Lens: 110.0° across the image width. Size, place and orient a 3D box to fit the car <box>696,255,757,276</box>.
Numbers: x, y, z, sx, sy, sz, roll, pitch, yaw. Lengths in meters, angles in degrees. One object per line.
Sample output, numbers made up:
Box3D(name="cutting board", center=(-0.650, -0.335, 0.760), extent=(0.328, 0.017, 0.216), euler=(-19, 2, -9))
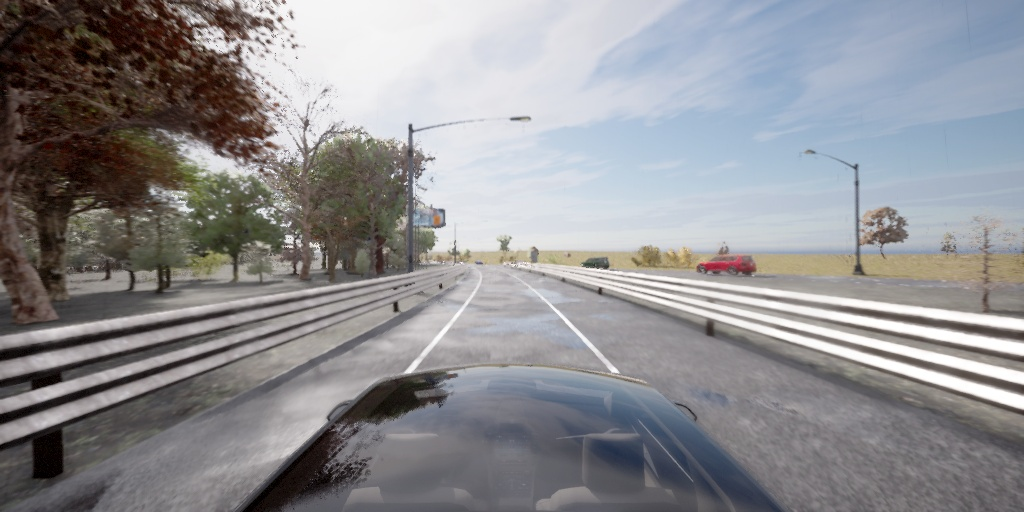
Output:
Box3D(name="car", center=(21.138, 0.918, 35.574), extent=(2.150, 2.045, 5.566), euler=(0, 0, -22))

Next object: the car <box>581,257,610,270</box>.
Box3D(name="car", center=(12.973, 1.166, 56.005), extent=(2.150, 2.045, 5.566), euler=(0, 0, -22))
